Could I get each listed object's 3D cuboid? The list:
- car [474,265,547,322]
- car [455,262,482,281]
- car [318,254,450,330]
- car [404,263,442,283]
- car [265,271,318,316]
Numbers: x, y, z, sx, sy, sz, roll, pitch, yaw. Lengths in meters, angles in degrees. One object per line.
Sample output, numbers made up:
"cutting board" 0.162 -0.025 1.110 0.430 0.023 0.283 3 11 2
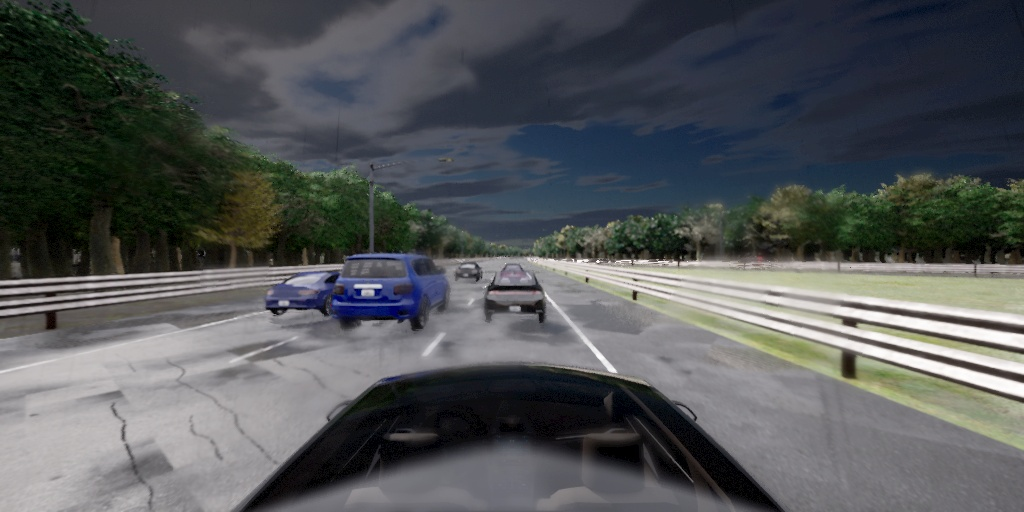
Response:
"car" 0.091 1.229 12.225 2.128 1.511 4.902 0 0 0
"car" -3.404 1.236 28.853 1.812 1.442 4.674 2 0 0
"car" -3.407 0.960 11.157 2.150 2.045 5.566 0 0 0
"car" -6.924 1.260 28.313 1.994 1.385 4.181 0 0 0
"car" -6.908 1.263 13.165 1.812 1.442 4.674 0 0 0
